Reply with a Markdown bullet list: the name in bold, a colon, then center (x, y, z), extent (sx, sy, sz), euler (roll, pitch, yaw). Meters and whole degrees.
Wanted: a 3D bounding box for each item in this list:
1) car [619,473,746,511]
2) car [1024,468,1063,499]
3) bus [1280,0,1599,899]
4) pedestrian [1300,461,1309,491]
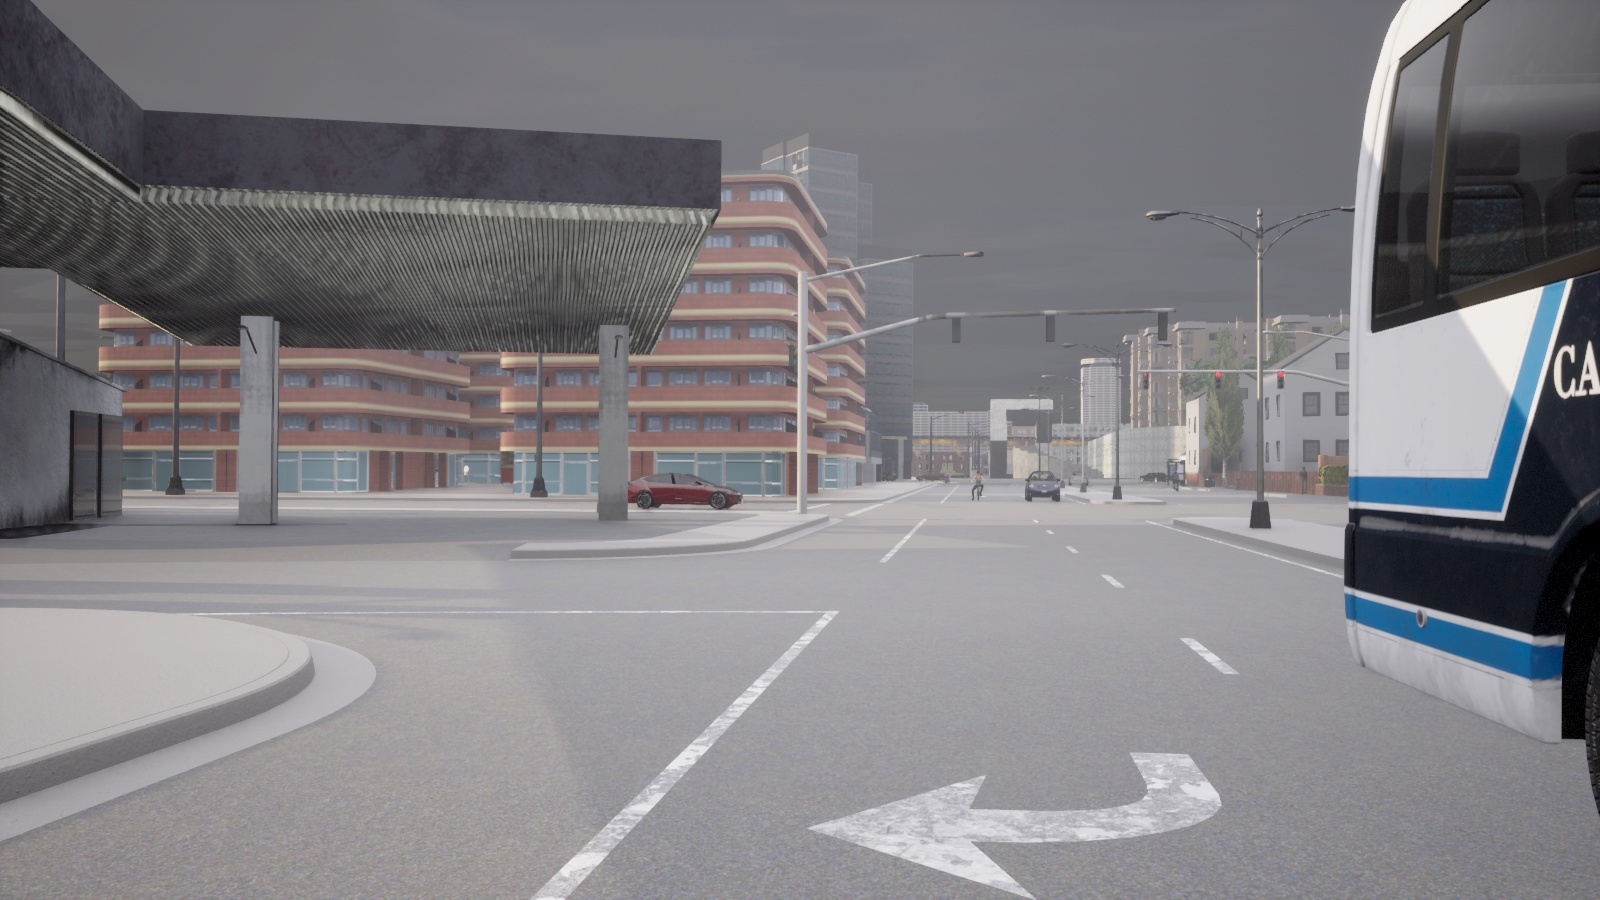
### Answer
- **car**: center (-4.718, 1.687, 50.993), extent (4.792, 1.488, 2.163), euler (0, -1, 7)
- **car**: center (13.058, 1.793, 67.601), extent (1.851, 1.617, 3.988), euler (0, -1, 8)
- **bus**: center (4.146, -0.555, 1.378), extent (3.944, 4.253, 10.273), euler (0, -1, 4)
- **pedestrian**: center (33.001, 1.714, 82.193), extent (0.402, 1.930, 0.666), euler (0, -1, 9)
